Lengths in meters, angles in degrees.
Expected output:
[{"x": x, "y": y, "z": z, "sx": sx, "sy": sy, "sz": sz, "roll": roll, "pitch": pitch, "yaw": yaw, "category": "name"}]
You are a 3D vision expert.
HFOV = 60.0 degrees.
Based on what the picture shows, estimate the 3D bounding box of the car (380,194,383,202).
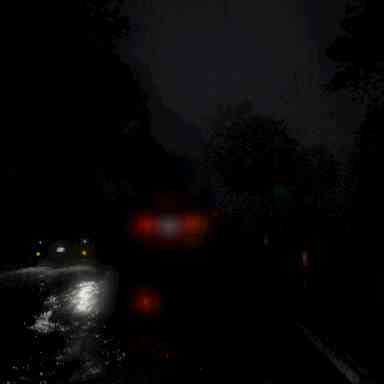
[{"x": 49.029, "y": 1.401, "z": 80.806, "sx": 5.566, "sy": 2.045, "sz": 2.435, "roll": -1, "pitch": -2, "yaw": 33, "category": "car"}]

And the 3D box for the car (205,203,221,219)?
[{"x": 1.228, "y": 1.660, "z": 29.937, "sx": 1.994, "sy": 1.385, "sz": 4.181, "roll": -1, "pitch": -1, "yaw": 22, "category": "car"}]

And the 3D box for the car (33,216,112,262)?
[{"x": -4.249, "y": 1.622, "z": 12.402, "sx": 1.994, "sy": 1.385, "sz": 4.181, "roll": -1, "pitch": 0, "yaw": -4, "category": "car"}]

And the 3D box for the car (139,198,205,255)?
[{"x": -0.915, "y": 1.248, "z": 13.673, "sx": 2.150, "sy": 2.045, "sz": 5.566, "roll": -1, "pitch": 0, "yaw": -4, "category": "car"}]

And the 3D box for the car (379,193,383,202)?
[{"x": 46.064, "y": 1.300, "z": 76.220, "sx": 5.566, "sy": 2.045, "sz": 2.435, "roll": -1, "pitch": -2, "yaw": 33, "category": "car"}]
